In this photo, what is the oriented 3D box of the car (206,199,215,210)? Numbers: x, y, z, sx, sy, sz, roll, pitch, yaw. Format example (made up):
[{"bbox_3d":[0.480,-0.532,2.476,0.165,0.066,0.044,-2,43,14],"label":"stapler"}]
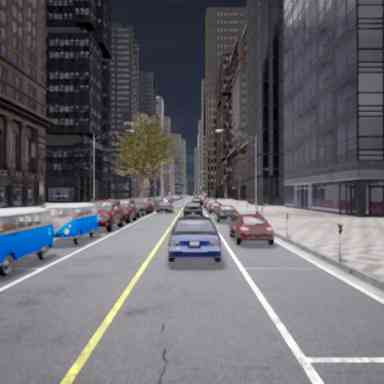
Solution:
[{"bbox_3d":[2.772,1.844,38.650,1.802,1.307,4.206,0,0,0],"label":"car"}]

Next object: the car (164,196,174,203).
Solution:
[{"bbox_3d":[-5.742,1.905,84.065,2.192,1.841,5.009,0,0,0],"label":"car"}]

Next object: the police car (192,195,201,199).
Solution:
[{"bbox_3d":[0.915,1.816,56.849,1.930,1.638,5.238,0,0,0],"label":"police car"}]

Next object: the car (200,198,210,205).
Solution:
[{"bbox_3d":[2.780,2.057,72.715,2.008,1.369,4.403,0,0,0],"label":"car"}]

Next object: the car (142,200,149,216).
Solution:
[{"bbox_3d":[-5.755,1.789,32.968,1.947,1.339,4.313,0,0,0],"label":"car"}]

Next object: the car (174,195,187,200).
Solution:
[{"bbox_3d":[-2.979,1.729,80.315,1.994,1.385,4.181,0,0,0],"label":"car"}]

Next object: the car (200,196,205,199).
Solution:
[{"bbox_3d":[2.776,1.822,55.684,1.967,1.590,4.097,0,0,0],"label":"car"}]

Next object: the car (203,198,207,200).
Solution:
[{"bbox_3d":[2.773,1.828,44.498,1.752,1.417,4.829,0,0,0],"label":"car"}]

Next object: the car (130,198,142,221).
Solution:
[{"bbox_3d":[-5.756,1.500,27.293,2.192,1.841,5.009,0,0,0],"label":"car"}]

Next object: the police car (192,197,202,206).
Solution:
[{"bbox_3d":[0.917,1.888,66.849,1.930,1.638,5.238,0,0,0],"label":"police car"}]

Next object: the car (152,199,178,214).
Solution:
[{"bbox_3d":[-3.088,1.811,38.781,2.033,1.411,5.357,0,0,0],"label":"car"}]

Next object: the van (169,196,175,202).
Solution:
[{"bbox_3d":[-5.740,2.016,95.420,1.690,1.788,3.998,0,0,0],"label":"van"}]

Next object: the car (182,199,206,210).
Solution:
[{"bbox_3d":[0.102,1.727,32.712,1.837,1.490,4.892,0,0,0],"label":"car"}]

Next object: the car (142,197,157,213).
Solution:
[{"bbox_3d":[-5.754,1.577,38.647,2.192,1.841,5.009,0,0,0],"label":"car"}]

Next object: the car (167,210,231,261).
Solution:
[{"bbox_3d":[0.089,1.633,12.631,2.033,1.411,5.357,0,0,0],"label":"car"}]

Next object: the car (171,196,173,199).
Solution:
[{"bbox_3d":[-5.745,2.088,72.709,1.802,1.307,4.206,0,0,0],"label":"car"}]

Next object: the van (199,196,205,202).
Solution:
[{"bbox_3d":[2.785,2.016,95.427,1.690,1.788,3.998,0,0,0],"label":"van"}]

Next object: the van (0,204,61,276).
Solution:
[{"bbox_3d":[-5.761,1.411,10.261,1.690,1.788,3.998,0,0,0],"label":"van"}]

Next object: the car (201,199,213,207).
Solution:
[{"bbox_3d":[2.777,1.989,61.361,1.947,1.339,4.313,0,0,0],"label":"car"}]

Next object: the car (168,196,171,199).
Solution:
[{"bbox_3d":[-5.746,1.989,66.862,1.752,1.417,4.829,0,0,0],"label":"car"}]

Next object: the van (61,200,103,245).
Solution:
[{"bbox_3d":[-5.759,1.449,15.938,1.690,1.788,3.998,0,0,0],"label":"van"}]

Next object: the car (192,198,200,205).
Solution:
[{"bbox_3d":[0.854,2.012,72.739,1.837,1.490,4.892,0,0,0],"label":"car"}]

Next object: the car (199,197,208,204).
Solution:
[{"bbox_3d":[2.781,1.988,78.393,1.967,1.590,4.097,0,0,0],"label":"car"}]

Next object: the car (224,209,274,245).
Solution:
[{"bbox_3d":[2.766,1.690,15.941,1.802,1.307,4.206,0,0,0],"label":"car"}]

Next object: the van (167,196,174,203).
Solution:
[{"bbox_3d":[-5.741,1.973,89.743,1.690,1.788,3.998,0,0,0],"label":"van"}]

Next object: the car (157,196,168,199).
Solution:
[{"bbox_3d":[-5.749,1.697,55.678,2.192,1.841,5.009,0,0,0],"label":"car"}]

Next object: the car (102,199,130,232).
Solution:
[{"bbox_3d":[-5.758,1.461,21.616,2.192,1.841,5.009,0,0,0],"label":"car"}]

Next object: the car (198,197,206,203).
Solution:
[{"bbox_3d":[2.784,2.183,89.748,2.008,1.369,4.403,0,0,0],"label":"car"}]

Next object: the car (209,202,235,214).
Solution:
[{"bbox_3d":[2.769,1.736,27.296,2.008,1.369,4.403,0,0,0],"label":"car"}]
